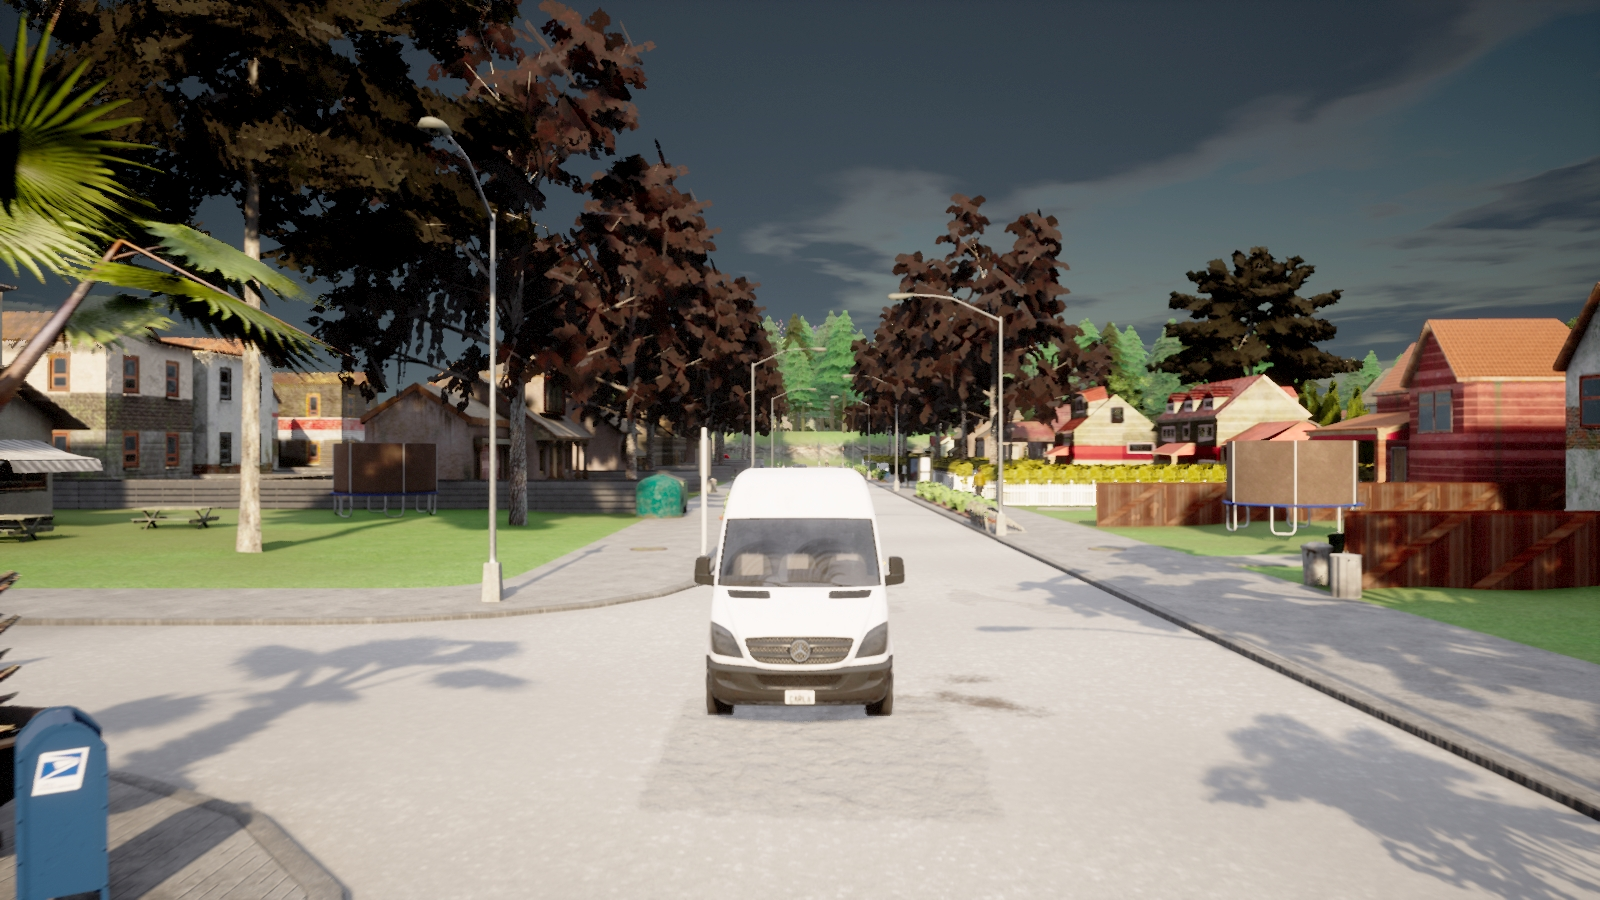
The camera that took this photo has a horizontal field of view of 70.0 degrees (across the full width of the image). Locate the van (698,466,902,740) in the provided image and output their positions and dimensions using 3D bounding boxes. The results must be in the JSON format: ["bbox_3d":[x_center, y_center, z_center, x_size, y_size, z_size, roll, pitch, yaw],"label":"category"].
[{"bbox_3d":[0.005,1.533,14.084,1.988,2.561,5.915,0,0,0],"label":"van"}]

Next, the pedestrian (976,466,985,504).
[{"bbox_3d":[8.958,1.740,56.816,0.375,1.860,0.375,0,0,-1],"label":"pedestrian"}]
